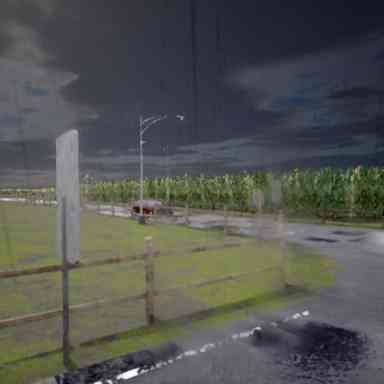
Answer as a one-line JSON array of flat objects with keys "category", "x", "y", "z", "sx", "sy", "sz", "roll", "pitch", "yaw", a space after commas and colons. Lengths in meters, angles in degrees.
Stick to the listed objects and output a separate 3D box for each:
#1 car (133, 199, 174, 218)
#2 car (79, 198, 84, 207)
[{"category": "car", "x": -3.491, "y": 1.374, "z": 28.916, "sx": 1.882, "sy": 1.535, "sz": 5.008, "roll": -1, "pitch": 1, "yaw": -36}, {"category": "car", "x": -16.868, "y": 1.379, "z": 47.116, "sx": 1.994, "sy": 1.385, "sz": 4.181, "roll": -1, "pitch": 1, "yaw": -36}]
